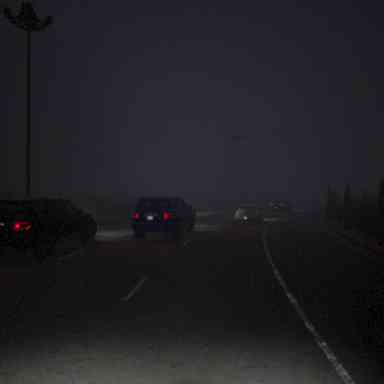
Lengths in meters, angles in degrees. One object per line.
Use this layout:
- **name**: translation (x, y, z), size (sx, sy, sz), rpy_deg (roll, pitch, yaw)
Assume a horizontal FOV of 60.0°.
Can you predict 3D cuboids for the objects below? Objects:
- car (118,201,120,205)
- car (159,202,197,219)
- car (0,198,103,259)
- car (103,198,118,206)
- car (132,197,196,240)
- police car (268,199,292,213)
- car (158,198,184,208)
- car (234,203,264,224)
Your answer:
- **car**: translation (-11.320, 1.563, 43.416), size (2.128, 1.511, 4.902), rpy_deg (0, 0, 24)
- **car**: translation (-1.169, 1.675, 30.851), size (1.895, 1.301, 4.718), rpy_deg (0, 0, 20)
- **car**: translation (-5.747, 1.235, 12.966), size (2.150, 2.045, 5.566), rpy_deg (0, 0, 8)
- **car**: translation (-8.949, 1.571, 30.205), size (1.812, 1.442, 4.674), rpy_deg (0, 0, 18)
- **car**: translation (-1.345, 1.262, 17.639), size (2.150, 2.045, 5.566), rpy_deg (0, 0, 12)
- **police car**: translation (10.794, 1.646, 40.290), size (2.038, 1.542, 4.974), rpy_deg (0, 0, 28)
- **car**: translation (-3.178, 1.651, 51.630), size (1.812, 1.442, 4.674), rpy_deg (0, 0, 30)
- **car**: translation (4.445, 1.607, 25.559), size (1.812, 1.442, 4.674), rpy_deg (0, 0, 17)
